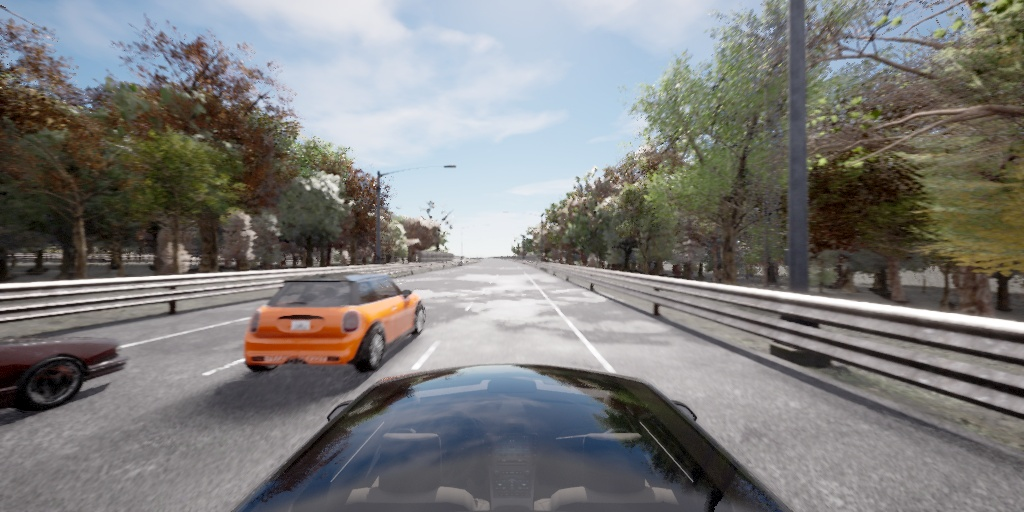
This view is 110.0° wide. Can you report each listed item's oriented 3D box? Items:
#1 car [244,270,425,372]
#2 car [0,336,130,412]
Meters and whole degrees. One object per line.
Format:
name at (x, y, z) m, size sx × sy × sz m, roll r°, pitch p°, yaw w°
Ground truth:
car at (-3.397, 1.142, 7.890) m, size 2.097 × 1.767 × 4.553 m, roll 0°, pitch 0°, yaw 0°
car at (-6.899, 1.307, 3.066) m, size 2.033 × 1.411 × 5.357 m, roll 0°, pitch 0°, yaw 0°
